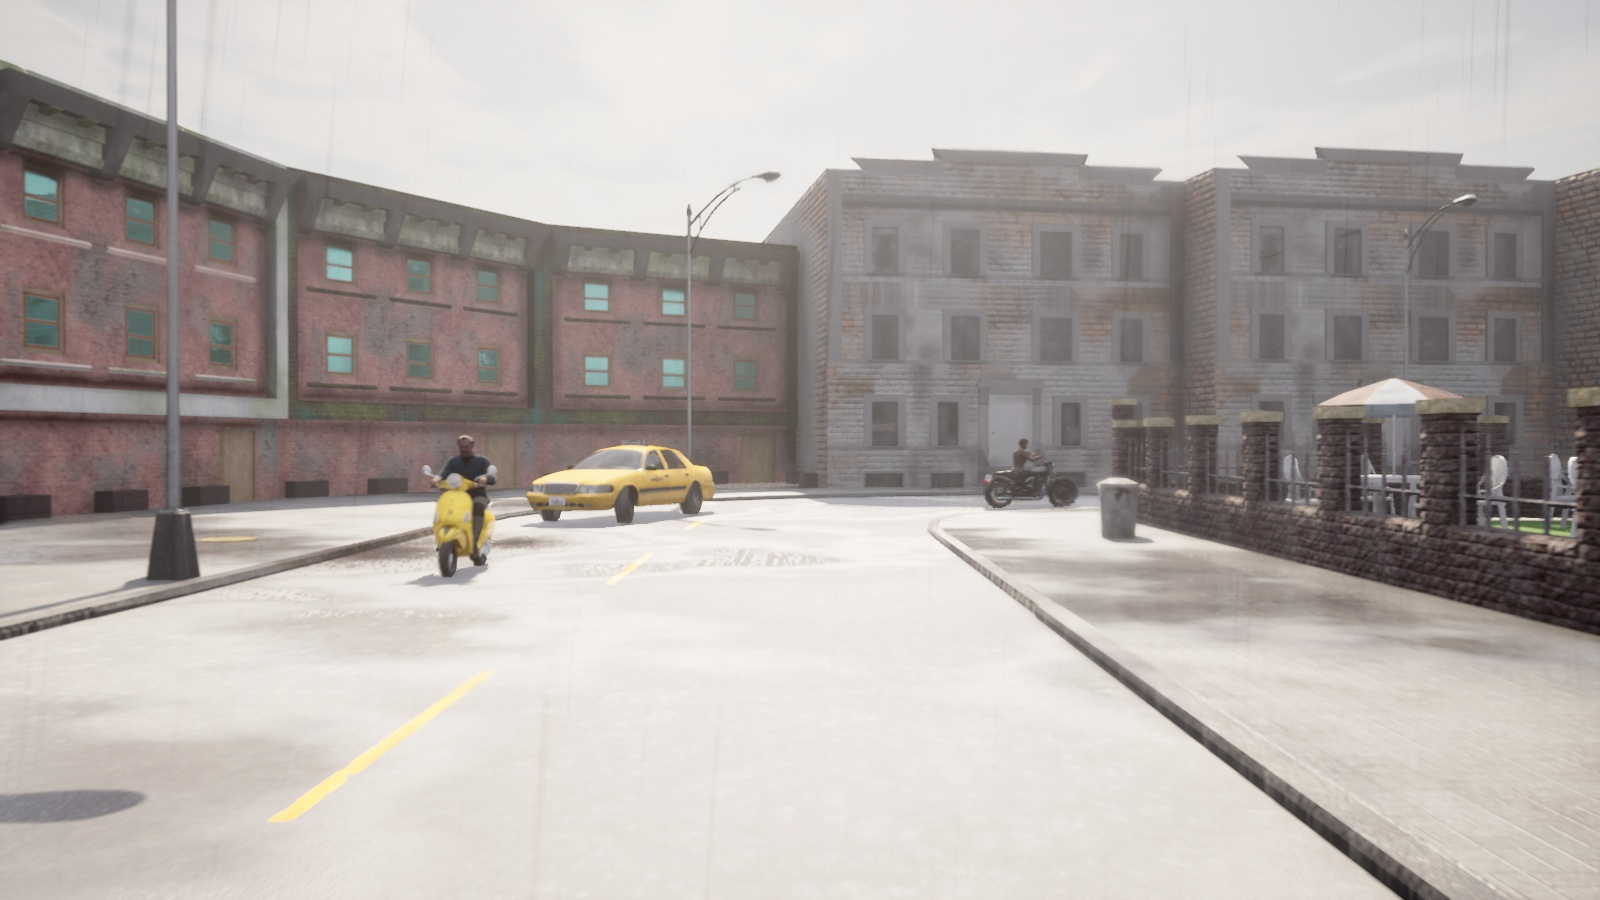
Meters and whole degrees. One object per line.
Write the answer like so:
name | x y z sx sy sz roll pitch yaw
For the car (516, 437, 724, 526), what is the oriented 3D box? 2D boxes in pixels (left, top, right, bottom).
car | -3.397 0.544 24.990 1.801 1.575 5.366 0 0 19

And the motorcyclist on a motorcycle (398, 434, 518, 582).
motorcyclist on a motorcycle | -3.890 0.615 14.430 0.866 1.590 1.817 0 0 1

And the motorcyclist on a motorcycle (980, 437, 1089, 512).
motorcyclist on a motorcycle | 5.348 0.541 28.675 2.350 1.649 0.766 0 2 -19
